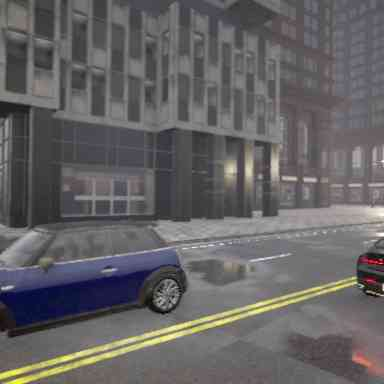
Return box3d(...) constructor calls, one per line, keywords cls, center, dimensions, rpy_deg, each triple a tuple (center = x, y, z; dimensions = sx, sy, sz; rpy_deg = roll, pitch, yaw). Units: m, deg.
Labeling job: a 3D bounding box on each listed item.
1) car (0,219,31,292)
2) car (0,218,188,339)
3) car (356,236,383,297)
box3d(cls="car", center=(-6.328, 1.502, 7.156), dimensions=(4.892, 1.490, 1.837), rpy_deg=(0, 0, -36))
box3d(cls="car", center=(-2.371, 1.356, 5.986), dimensions=(4.553, 1.767, 2.097), rpy_deg=(0, 0, -36))
box3d(cls="car", center=(5.584, 1.527, 7.425), dimensions=(4.892, 1.490, 1.837), rpy_deg=(0, 0, -36))
